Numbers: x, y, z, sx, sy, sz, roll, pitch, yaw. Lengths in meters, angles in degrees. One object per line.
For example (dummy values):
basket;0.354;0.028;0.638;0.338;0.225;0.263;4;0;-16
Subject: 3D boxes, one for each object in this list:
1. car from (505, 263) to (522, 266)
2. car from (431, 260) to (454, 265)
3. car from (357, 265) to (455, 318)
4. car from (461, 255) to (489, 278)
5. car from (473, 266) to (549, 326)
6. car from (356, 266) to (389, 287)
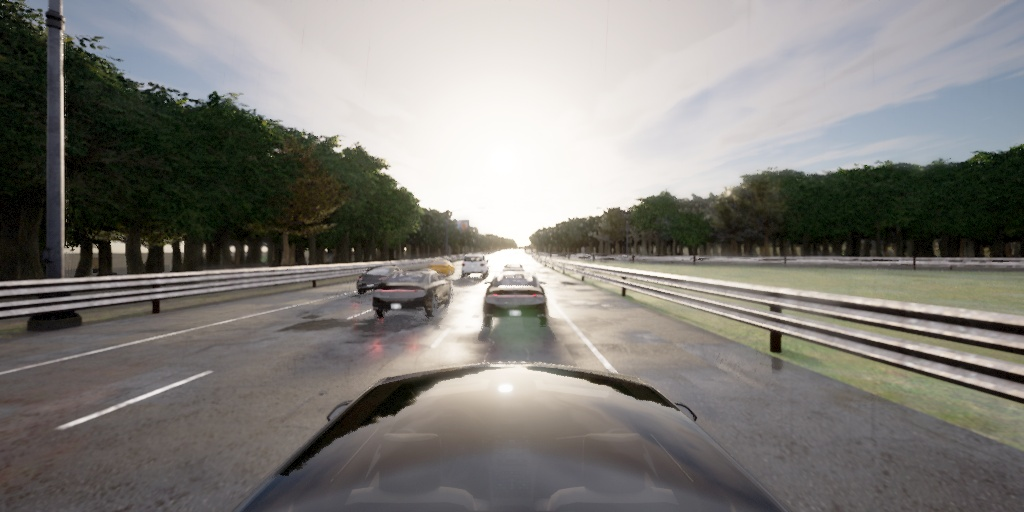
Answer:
car;0.134;1.307;32.722;1.895;1.301;4.718;0;0;0
car;-6.863;1.168;35.381;1.882;1.535;5.008;0;0;0
car;-3.399;1.252;12.983;2.128;1.511;4.902;0;0;0
car;-3.365;0.924;33.362;2.150;2.045;5.566;0;0;0
car;0.098;1.255;11.679;2.128;1.511;4.902;0;0;0
car;-6.881;1.270;19.657;1.812;1.442;4.674;0;0;0
